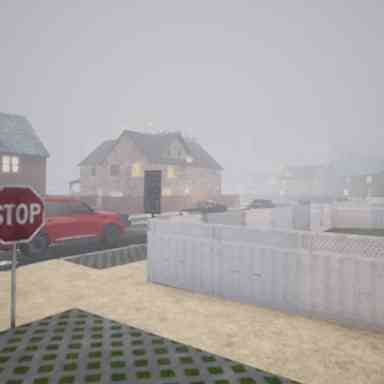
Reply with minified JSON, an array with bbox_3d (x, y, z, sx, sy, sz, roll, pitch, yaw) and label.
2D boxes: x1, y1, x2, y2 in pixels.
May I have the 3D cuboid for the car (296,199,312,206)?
[{"bbox_3d":[14.947,1.580,44.425,2.033,1.411,5.357,1,1,16],"label":"car"}]

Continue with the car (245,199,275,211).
[{"bbox_3d":[7.010,1.446,33.804,1.837,1.490,4.892,2,1,31],"label":"car"}]

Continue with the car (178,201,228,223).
[{"bbox_3d":[0.945,1.428,25.342,2.128,1.511,4.902,2,1,37],"label":"car"}]

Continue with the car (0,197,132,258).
[{"bbox_3d":[-5.266,1.222,13.219,2.150,2.045,5.566,2,1,36],"label":"car"}]

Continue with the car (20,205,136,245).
[{"bbox_3d":[-5.489,1.488,16.793,2.033,1.411,5.357,2,1,36],"label":"car"}]
